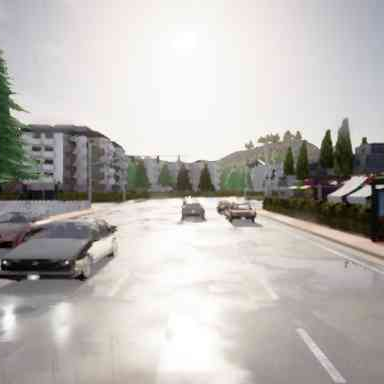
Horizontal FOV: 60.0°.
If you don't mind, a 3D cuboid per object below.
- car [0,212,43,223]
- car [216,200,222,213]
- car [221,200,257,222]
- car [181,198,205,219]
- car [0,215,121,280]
[{"bbox_3d":[-7.071,1.516,13.621,1.994,1.385,4.181,0,0,0],"label":"car"},{"bbox_3d":[3.534,1.482,34.342,1.895,1.301,4.718,0,0,1],"label":"car"},{"bbox_3d":[3.535,1.514,25.031,1.895,1.301,4.718,0,0,0],"label":"car"},{"bbox_3d":[0.085,1.467,28.048,1.994,1.385,4.181,0,0,0],"label":"car"},{"bbox_3d":[-3.527,1.512,10.069,2.033,1.411,5.357,0,0,0],"label":"car"}]
